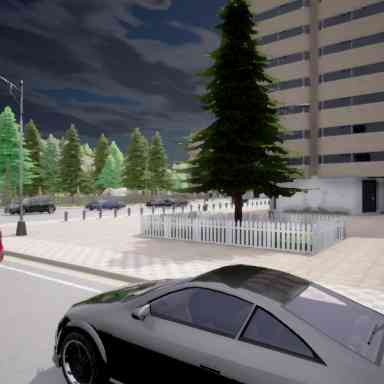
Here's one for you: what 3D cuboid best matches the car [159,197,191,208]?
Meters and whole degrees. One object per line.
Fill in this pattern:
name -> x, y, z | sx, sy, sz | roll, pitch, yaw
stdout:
car -> -2.063, 1.504, 47.149 | 1.837, 1.490, 4.892 | 0, 0, 35

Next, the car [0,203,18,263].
car -> -7.370, 1.221, 9.189 | 5.566, 2.045, 2.150 | 0, 0, 36

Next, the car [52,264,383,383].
car -> 0.322, 1.564, 3.761 | 4.181, 1.385, 1.994 | 0, 0, 35

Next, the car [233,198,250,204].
car -> 9.274, 1.504, 63.096 | 1.837, 1.490, 4.892 | 0, 0, 35

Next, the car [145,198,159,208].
car -> -4.989, 1.564, 49.395 | 1.994, 1.385, 4.181 | 0, 0, 36

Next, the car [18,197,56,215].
car -> -16.248, 1.352, 33.583 | 2.097, 1.767, 4.553 | 0, 0, 35

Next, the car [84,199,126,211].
car -> -10.675, 1.547, 41.422 | 2.033, 1.411, 5.357 | 0, 0, 35
